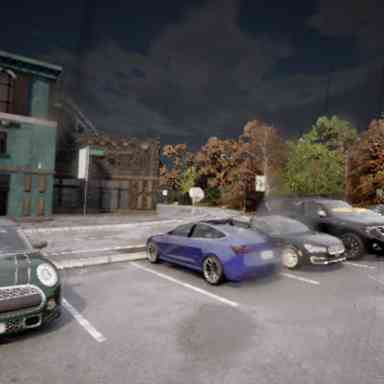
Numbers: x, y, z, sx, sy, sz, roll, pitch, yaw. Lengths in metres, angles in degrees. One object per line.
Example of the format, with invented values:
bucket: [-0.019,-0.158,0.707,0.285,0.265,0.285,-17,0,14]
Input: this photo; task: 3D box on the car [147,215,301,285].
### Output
car: [0.433,1.537,9.787,2.163,1.488,4.792,0,0,-35]

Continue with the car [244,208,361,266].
car: [2.710,1.503,11.381,2.231,1.521,4.892,0,0,-35]

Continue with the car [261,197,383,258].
car: [5.000,1.235,12.970,2.435,2.045,5.566,-1,0,-35]

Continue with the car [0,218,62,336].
car: [-4.113,1.357,6.550,2.185,1.767,4.553,1,0,-35]
